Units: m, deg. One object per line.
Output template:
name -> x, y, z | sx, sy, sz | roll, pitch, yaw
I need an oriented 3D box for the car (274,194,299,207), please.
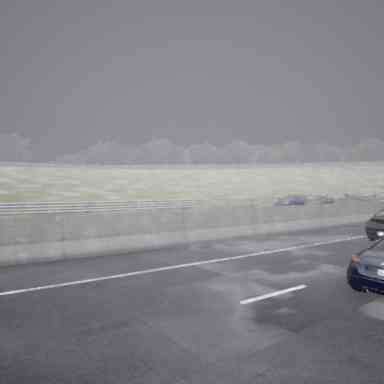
car -> 11.397, 1.058, 37.897 | 4.553, 1.767, 2.097 | -1, 1, -35

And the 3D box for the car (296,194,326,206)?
car -> 13.748, 1.190, 35.275 | 4.902, 1.511, 2.128 | -1, 1, -35

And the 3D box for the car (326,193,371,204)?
car -> 15.497, 1.058, 32.224 | 4.553, 1.767, 2.097 | -1, 1, -35

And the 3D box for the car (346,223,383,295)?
car -> 5.439, 1.551, 7.644 | 4.181, 1.385, 1.994 | 0, 0, -35

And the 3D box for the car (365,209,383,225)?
car -> 9.674, 1.436, 14.944 | 4.892, 1.490, 1.837 | -1, 0, -35
